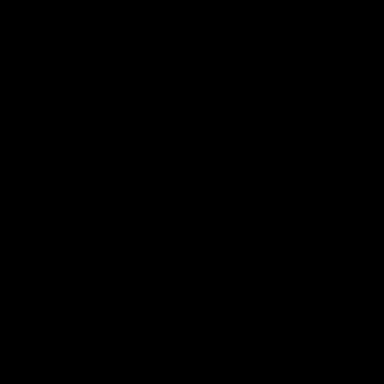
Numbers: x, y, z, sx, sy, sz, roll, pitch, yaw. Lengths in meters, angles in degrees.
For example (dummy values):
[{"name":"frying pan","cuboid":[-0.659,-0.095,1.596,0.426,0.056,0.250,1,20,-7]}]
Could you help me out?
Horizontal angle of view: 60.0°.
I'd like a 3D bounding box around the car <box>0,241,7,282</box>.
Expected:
[{"name":"car","cuboid":[-6.309,1.382,8.229,3.806,1.475,1.970,0,0,37]}]
